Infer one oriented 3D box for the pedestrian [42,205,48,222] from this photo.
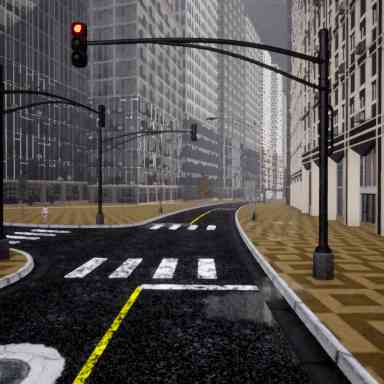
[{"bbox_3d":[-9.297,1.344,21.052,0.500,1.100,0.500,0,0,17],"label":"pedestrian"}]
